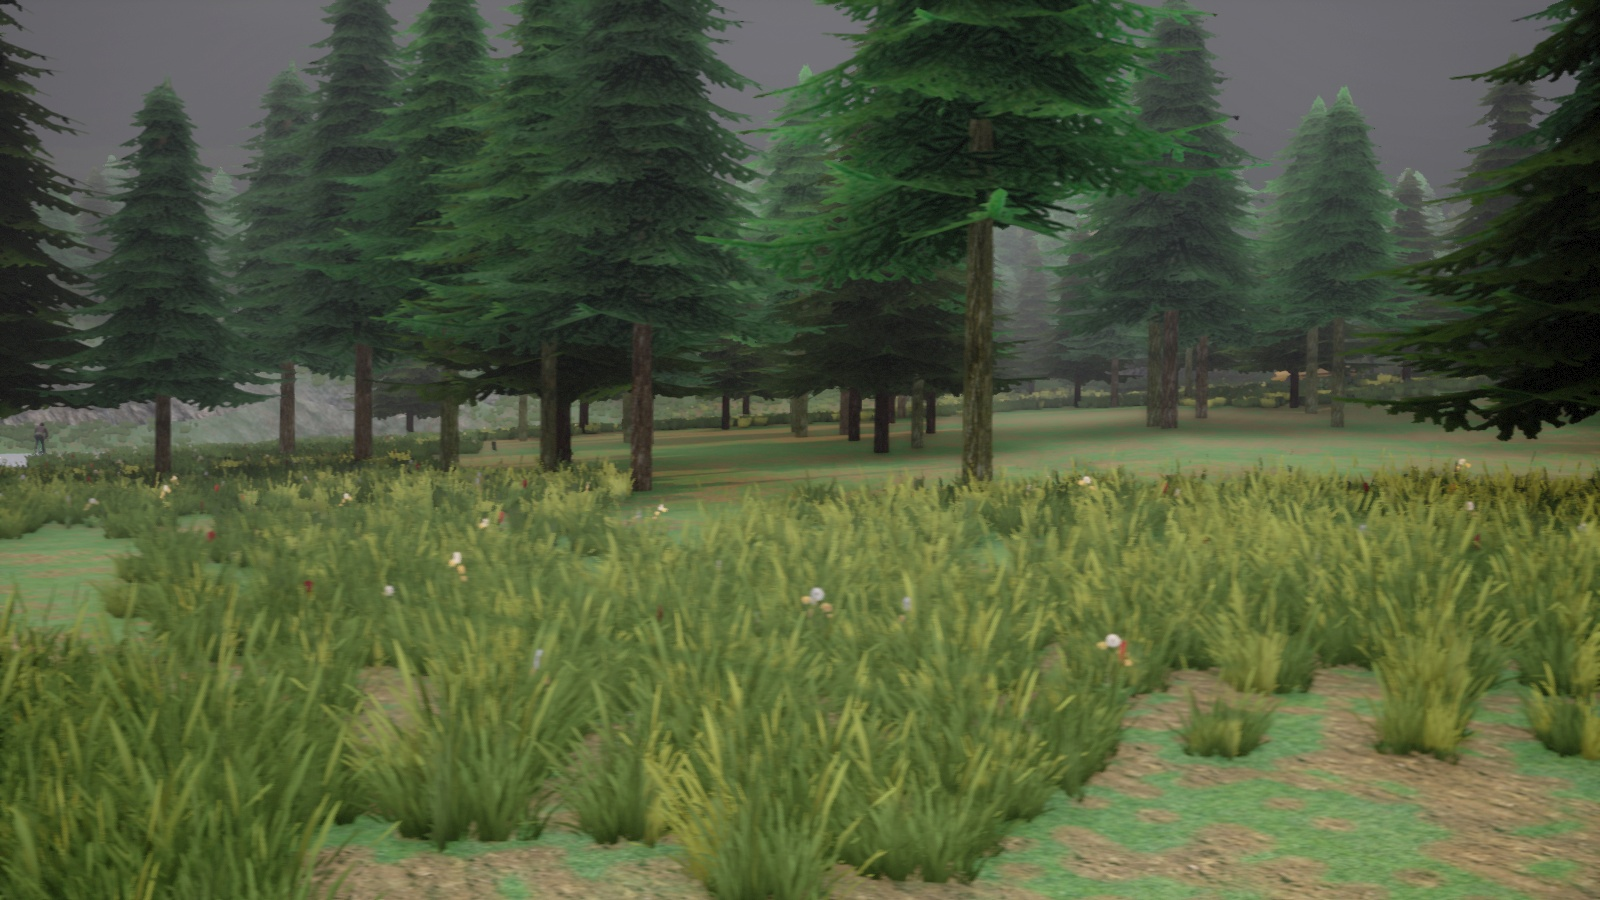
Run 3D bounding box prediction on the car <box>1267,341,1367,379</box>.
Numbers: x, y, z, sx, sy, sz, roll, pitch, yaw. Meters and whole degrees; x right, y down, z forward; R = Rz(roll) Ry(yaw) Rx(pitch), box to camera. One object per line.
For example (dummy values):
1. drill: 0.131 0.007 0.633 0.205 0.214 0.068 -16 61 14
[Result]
1. car: 32.068 -5.565 77.996 5.366 1.575 1.801 -6 -2 33
